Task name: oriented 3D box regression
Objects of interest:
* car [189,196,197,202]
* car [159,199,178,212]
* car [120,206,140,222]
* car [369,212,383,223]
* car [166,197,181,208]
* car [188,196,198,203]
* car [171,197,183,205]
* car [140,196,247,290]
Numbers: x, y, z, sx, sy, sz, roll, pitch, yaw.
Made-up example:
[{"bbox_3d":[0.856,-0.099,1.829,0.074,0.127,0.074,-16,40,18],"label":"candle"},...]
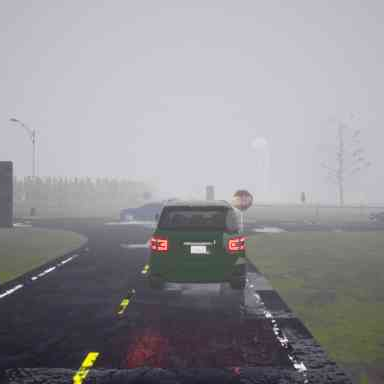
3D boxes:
[{"bbox_3d":[0.205,1.618,80.595,1.812,1.442,4.674,0,0,0],"label":"car"},{"bbox_3d":[-2.733,1.586,39.487,1.994,1.385,4.181,0,0,0],"label":"car"},{"bbox_3d":[-2.979,1.467,25.359,5.008,1.535,1.882,1,0,0],"label":"car"},{"bbox_3d":[16.191,1.839,25.362,4.718,1.301,1.895,1,1,0],"label":"car"},{"bbox_3d":[-2.713,1.560,49.457,1.812,1.442,4.674,0,0,1],"label":"car"},{"bbox_3d":[0.282,1.618,70.145,2.033,1.411,5.357,0,0,0],"label":"car"},{"bbox_3d":[-2.661,1.601,60.875,2.033,1.411,5.357,0,0,0],"label":"car"},{"bbox_3d":[0.111,1.222,9.198,2.150,2.045,5.566,0,0,0],"label":"car"}]
